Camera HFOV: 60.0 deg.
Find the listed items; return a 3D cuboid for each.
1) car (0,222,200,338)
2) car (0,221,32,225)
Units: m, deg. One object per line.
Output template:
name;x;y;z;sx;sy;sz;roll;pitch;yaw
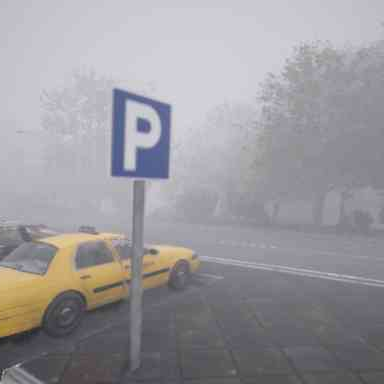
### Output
car;-1.874;1.455;6.710;1.946;1.575;5.366;0;0;35
car;-4.240;1.458;8.162;2.231;1.521;4.892;0;0;35
